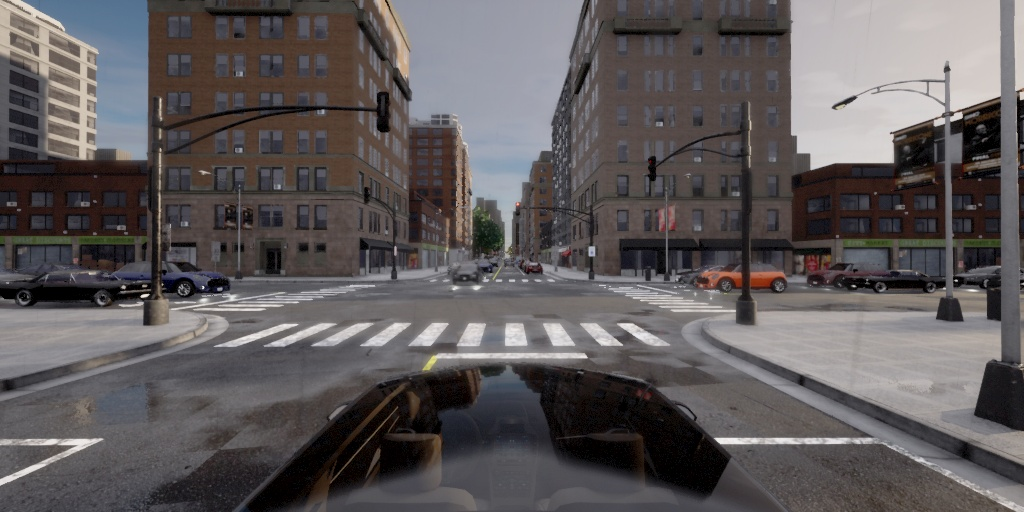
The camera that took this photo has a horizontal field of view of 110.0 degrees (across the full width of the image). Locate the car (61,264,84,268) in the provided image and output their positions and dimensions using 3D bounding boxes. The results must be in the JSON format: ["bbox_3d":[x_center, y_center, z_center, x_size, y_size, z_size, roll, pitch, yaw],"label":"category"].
[{"bbox_3d":[-30.823,1.219,23.969,5.357,1.411,2.033,0,0,0],"label":"car"}]

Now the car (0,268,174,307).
[{"bbox_3d":[-16.674,1.245,14.131,4.718,1.301,1.895,0,0,0],"label":"car"}]

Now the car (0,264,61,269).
[{"bbox_3d":[-25.930,1.181,17.308,5.357,1.411,2.033,0,0,-1],"label":"car"}]

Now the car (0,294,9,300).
[{"bbox_3d":[-5.855,1.190,1.406,1.967,1.591,4.097,0,0,0],"label":"car"}]

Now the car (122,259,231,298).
[{"bbox_3d":[-16.456,1.024,17.416,4.553,1.767,2.097,0,0,-1],"label":"car"}]

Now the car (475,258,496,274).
[{"bbox_3d":[-3.360,1.138,42.368,2.097,1.767,4.553,0,0,-1],"label":"car"}]

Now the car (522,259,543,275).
[{"bbox_3d":[2.438,1.325,39.865,1.888,1.381,4.507,0,0,-1],"label":"car"}]

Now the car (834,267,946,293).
[{"bbox_3d":[22.365,1.470,21.170,4.718,1.301,1.895,0,0,-1],"label":"car"}]

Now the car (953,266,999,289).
[{"bbox_3d":[32.755,1.448,24.500,4.892,1.490,1.837,0,0,0],"label":"car"}]

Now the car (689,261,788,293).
[{"bbox_3d":[13.379,1.181,21.095,4.553,1.767,2.097,0,0,-1],"label":"car"}]

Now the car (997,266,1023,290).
[{"bbox_3d":[32.304,1.479,21.247,4.181,1.385,1.994,0,0,-1],"label":"car"}]

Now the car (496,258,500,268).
[{"bbox_3d":[-3.590,1.189,65.142,2.097,1.767,4.553,0,0,0],"label":"car"}]

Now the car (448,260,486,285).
[{"bbox_3d":[-3.179,1.269,26.272,1.837,1.490,4.892,0,-1,-1],"label":"car"}]

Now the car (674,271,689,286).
[{"bbox_3d":[13.677,1.348,24.363,4.902,1.511,2.128,0,0,0],"label":"car"}]

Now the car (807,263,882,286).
[{"bbox_3d":[22.871,1.250,24.424,4.553,1.767,2.097,0,0,-1],"label":"car"}]

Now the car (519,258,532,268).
[{"bbox_3d":[2.303,1.326,51.048,1.751,1.417,4.829,0,0,-1],"label":"car"}]

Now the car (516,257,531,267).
[{"bbox_3d":[2.239,1.128,56.385,2.192,1.841,5.009,0,0,-1],"label":"car"}]

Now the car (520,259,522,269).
[{"bbox_3d":[2.372,1.355,45.372,1.948,1.339,4.313,0,0,-1],"label":"car"}]
